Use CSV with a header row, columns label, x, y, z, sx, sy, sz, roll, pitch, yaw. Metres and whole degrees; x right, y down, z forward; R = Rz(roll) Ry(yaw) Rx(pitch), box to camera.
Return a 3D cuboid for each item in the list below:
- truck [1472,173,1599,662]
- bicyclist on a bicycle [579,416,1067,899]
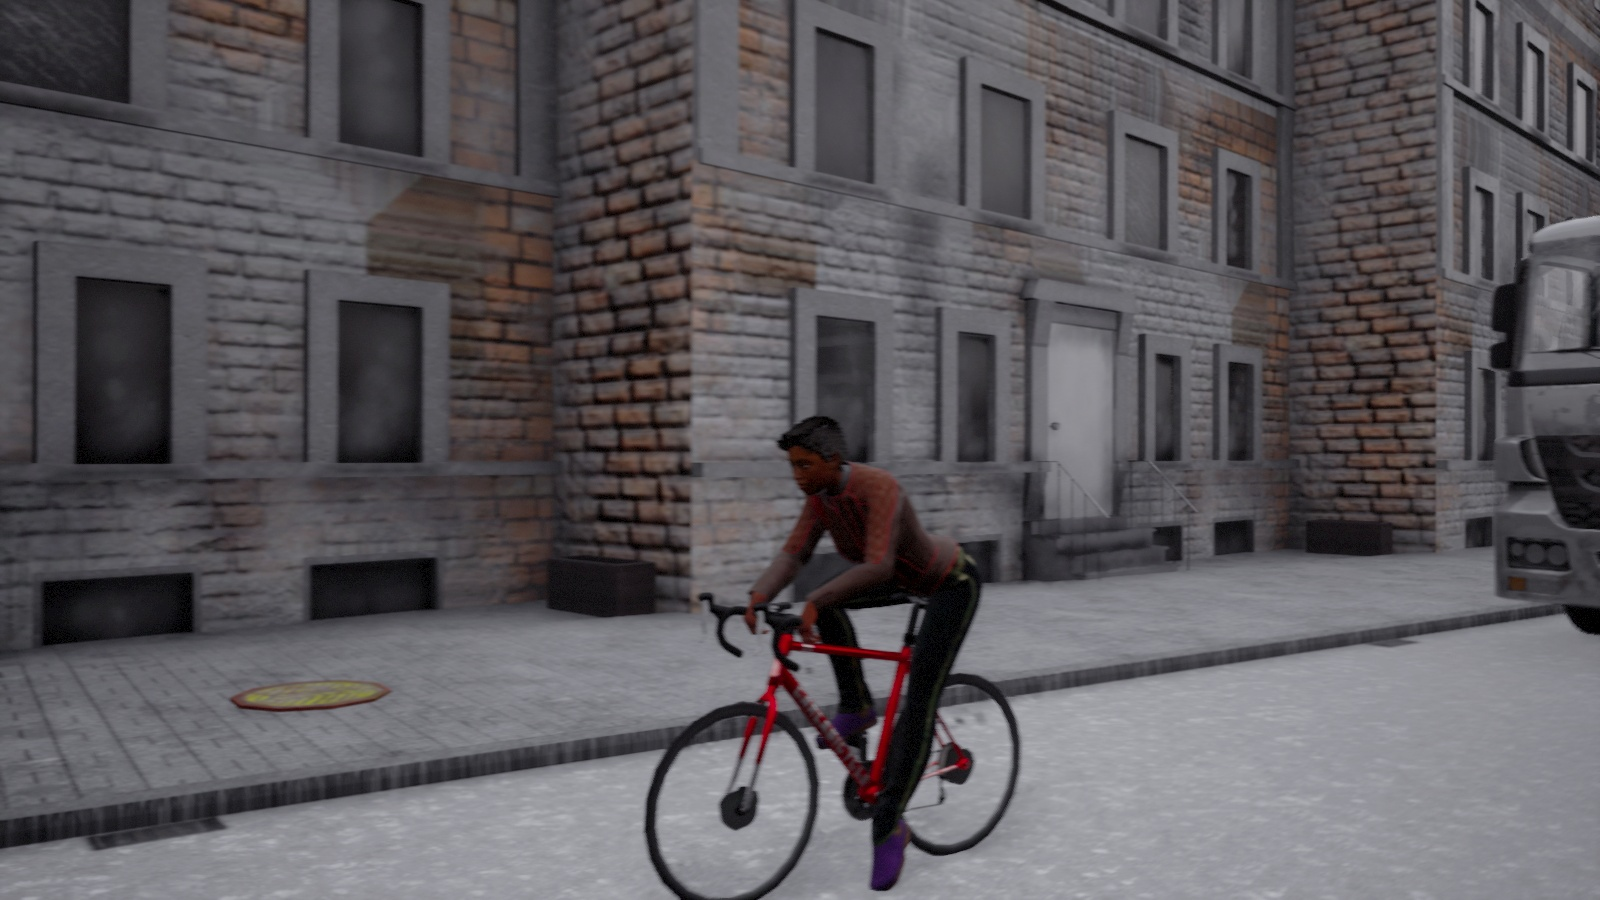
label,x,y,z,sx,sy,sz,roll,pitch,yaw
truck,9.240,-0.230,10.709,7.936,3.462,2.891,0,0,-35
bicyclist on a bicycle,0.124,0.708,4.361,1.656,1.620,0.582,0,0,-35
